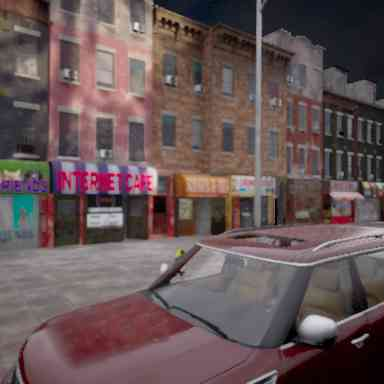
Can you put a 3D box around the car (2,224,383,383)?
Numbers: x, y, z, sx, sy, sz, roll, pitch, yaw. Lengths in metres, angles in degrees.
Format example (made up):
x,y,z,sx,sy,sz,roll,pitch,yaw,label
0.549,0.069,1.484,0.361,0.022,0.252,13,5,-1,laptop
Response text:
x,y,z,sx,sy,sz,roll,pitch,yaw,label
0.882,1.343,3.460,5.009,1.841,2.192,1,0,-35,car
